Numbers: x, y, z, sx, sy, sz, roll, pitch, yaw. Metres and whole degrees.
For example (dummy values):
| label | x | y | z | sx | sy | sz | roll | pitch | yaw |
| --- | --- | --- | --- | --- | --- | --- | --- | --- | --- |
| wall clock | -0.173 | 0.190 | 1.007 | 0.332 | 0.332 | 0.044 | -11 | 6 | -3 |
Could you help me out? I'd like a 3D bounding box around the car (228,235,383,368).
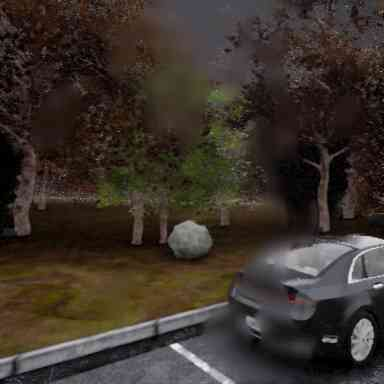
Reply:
| label | x | y | z | sx | sy | sz | roll | pitch | yaw |
| --- | --- | --- | --- | --- | --- | --- | --- | --- | --- |
| car | 2.857 | 1.497 | 5.789 | 4.892 | 1.521 | 2.231 | 0 | 0 | -33 |
